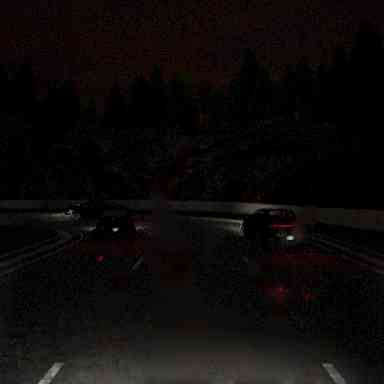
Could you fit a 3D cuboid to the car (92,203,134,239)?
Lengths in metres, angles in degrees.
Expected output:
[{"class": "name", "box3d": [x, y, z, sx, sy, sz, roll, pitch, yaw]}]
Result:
[{"class": "car", "box3d": [-4.088, 1.529, 17.487, 1.812, 1.442, 4.674, 0, 0, -14]}]

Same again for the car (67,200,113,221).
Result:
[{"class": "car", "box3d": [-7.153, 1.482, 25.972, 5.008, 1.535, 1.882, 0, -1, 32]}]

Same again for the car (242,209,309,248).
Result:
[{"class": "car", "box3d": [3.547, 1.494, 14.869, 2.128, 1.511, 4.902, 0, 0, -3]}]

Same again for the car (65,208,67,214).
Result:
[{"class": "car", "box3d": [-9.187, 1.509, 30.301, 4.892, 1.490, 1.837, 0, -1, 15]}]
